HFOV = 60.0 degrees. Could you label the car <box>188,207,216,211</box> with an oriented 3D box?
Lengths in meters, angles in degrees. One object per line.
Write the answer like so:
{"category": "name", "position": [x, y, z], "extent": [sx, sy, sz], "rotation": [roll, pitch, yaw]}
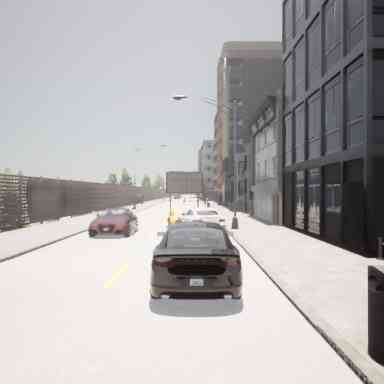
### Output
{"category": "car", "position": [0.501, 1.538, 17.816], "extent": [1.812, 1.442, 4.674], "rotation": [0, -1, -10]}

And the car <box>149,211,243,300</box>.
{"category": "car", "position": [0.086, 1.477, 8.468], "extent": [1.882, 1.535, 5.008], "rotation": [0, 0, 0]}

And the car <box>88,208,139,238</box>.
{"category": "car", "position": [-4.029, 1.563, 17.632], "extent": [1.994, 1.385, 4.181], "rotation": [0, 0, 0]}

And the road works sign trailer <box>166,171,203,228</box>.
{"category": "road works sign trailer", "position": [-0.521, 0.464, 21.295], "extent": [2.380, 3.560, 2.880], "rotation": [0, 0, -16]}
